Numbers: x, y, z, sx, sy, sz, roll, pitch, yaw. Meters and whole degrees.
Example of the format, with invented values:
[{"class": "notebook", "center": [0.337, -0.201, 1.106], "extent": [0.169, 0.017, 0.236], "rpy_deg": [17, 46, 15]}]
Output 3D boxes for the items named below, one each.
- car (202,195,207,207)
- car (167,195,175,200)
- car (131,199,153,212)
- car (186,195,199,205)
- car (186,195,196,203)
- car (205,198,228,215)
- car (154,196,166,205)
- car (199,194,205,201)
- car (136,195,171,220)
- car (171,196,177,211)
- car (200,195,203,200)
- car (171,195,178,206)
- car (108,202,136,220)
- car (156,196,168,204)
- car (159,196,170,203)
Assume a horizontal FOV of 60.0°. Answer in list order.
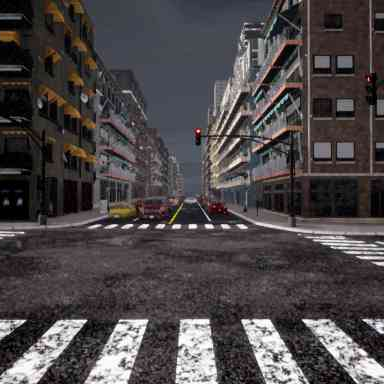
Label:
[{"class": "car", "center": [2.567, 1.450, 39.103], "extent": [1.967, 1.590, 4.097], "rpy_deg": [1, 0, 0]}, {"class": "car", "center": [-6.001, 1.587, 94.323], "extent": [2.008, 1.369, 4.403], "rpy_deg": [1, 0, 0]}, {"class": "car", "center": [-5.815, 1.554, 39.089], "extent": [1.887, 1.381, 4.507], "rpy_deg": [1, 0, 0]}, {"class": "car", "center": [-0.201, 1.618, 59.861], "extent": [1.895, 1.301, 4.718], "rpy_deg": [0, 0, 0]}, {"class": "car", "center": [-0.235, 1.478, 69.837], "extent": [2.128, 1.511, 4.902], "rpy_deg": [0, 0, 0]}, {"class": "car", "center": [2.585, 1.553, 33.579], "extent": [1.887, 1.381, 4.507], "rpy_deg": [1, 0, 0]}, {"class": "car", "center": [-5.889, 1.543, 61.013], "extent": [1.752, 1.417, 4.829], "rpy_deg": [1, 0, 0]}, {"class": "car", "center": [2.724, 1.380, 81.893], "extent": [2.097, 1.767, 4.553], "rpy_deg": [0, 0, 0]}, {"class": "car", "center": [-3.169, 1.359, 28.126], "extent": [2.097, 1.767, 4.553], "rpy_deg": [0, 0, -1]}, {"class": "car", "center": [-3.231, 1.557, 38.675], "extent": [2.033, 1.411, 5.357], "rpy_deg": [0, 0, 0]}, {"class": "car", "center": [2.528, 1.596, 50.150], "extent": [1.802, 1.307, 4.206], "rpy_deg": [1, 0, 0]}, {"class": "car", "center": [-3.258, 1.369, 52.337], "extent": [2.097, 1.767, 4.553], "rpy_deg": [0, 0, 0]}, {"class": "car", "center": [-5.776, 1.532, 27.872], "extent": [1.752, 1.417, 4.829], "rpy_deg": [1, 0, 0]}, {"class": "car", "center": [-5.908, 1.571, 66.706], "extent": [2.008, 1.369, 4.403], "rpy_deg": [1, 0, 0]}, {"class": "car", "center": [-5.927, 1.568, 72.230], "extent": [1.887, 1.381, 4.507], "rpy_deg": [1, 0, 0]}]
